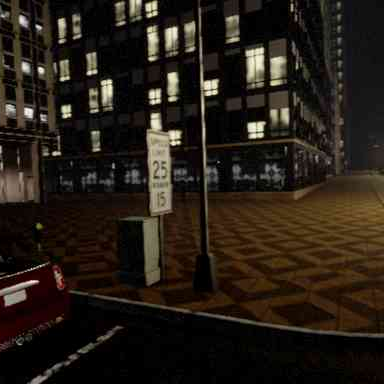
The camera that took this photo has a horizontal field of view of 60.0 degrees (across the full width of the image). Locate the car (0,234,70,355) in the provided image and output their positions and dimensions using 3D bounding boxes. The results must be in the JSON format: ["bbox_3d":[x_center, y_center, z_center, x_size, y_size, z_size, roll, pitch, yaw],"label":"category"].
[{"bbox_3d":[-3.882,1.332,4.932,4.097,1.590,1.967,-1,3,27],"label":"car"}]

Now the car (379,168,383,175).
[{"bbox_3d":[39.926,-4.342,68.617,1.947,1.339,4.313,1,4,26],"label":"car"}]

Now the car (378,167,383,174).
[{"bbox_3d":[42.405,-4.770,73.592,1.887,1.381,4.507,1,4,26],"label":"car"}]

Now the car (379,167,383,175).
[{"bbox_3d":[37.446,-3.949,63.639,2.008,1.369,4.403,1,4,26],"label":"car"}]
